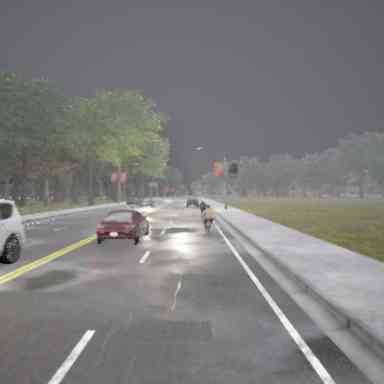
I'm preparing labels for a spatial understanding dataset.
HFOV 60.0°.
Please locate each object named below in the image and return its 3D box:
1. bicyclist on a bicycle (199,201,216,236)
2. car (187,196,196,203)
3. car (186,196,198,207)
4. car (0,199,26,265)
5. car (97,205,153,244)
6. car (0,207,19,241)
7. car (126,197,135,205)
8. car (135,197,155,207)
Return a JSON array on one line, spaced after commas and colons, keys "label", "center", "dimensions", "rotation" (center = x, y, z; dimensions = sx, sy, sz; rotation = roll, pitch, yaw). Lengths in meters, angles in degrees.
[{"label": "bicyclist on a bicycle", "center": [0.865, 1.455, 17.430], "dimensions": [0.866, 1.612, 1.509], "rotation": [0, 0, 0]}, {"label": "car", "center": [-0.031, 1.599, 74.111], "dimensions": [1.882, 1.535, 5.008], "rotation": [0, 0, 0]}, {"label": "car", "center": [0.067, 1.577, 52.731], "dimensions": [1.837, 1.490, 4.892], "rotation": [0, 0, 0]}, {"label": "car", "center": [-6.601, 1.228, 8.806], "dimensions": [2.150, 2.045, 5.566], "rotation": [0, 0, 0]}, {"label": "car", "center": [-3.156, 1.542, 15.736], "dimensions": [1.812, 1.442, 4.674], "rotation": [0, 0, 0]}, {"label": "car", "center": [-9.855, 1.506, 14.459], "dimensions": [2.128, 1.511, 4.902], "rotation": [0, 0, 0]}, {"label": "car", "center": [-9.814, 1.627, 56.697], "dimensions": [2.033, 1.411, 5.357], "rotation": [0, 0, 1]}, {"label": "car", "center": [-6.597, 1.556, 48.876], "dimensions": [2.128, 1.511, 4.902], "rotation": [0, 0, 0]}]
